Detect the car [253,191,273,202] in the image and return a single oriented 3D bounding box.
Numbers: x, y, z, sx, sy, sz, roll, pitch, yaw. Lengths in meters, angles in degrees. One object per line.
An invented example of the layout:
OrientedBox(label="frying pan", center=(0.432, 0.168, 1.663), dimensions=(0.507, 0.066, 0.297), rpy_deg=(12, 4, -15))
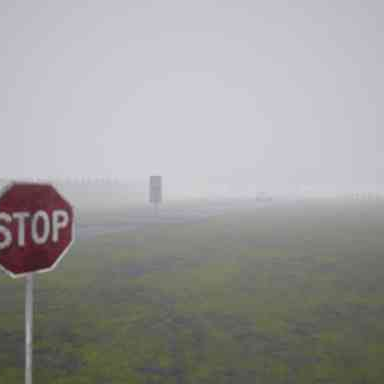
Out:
OrientedBox(label="car", center=(11.317, 0.722, 53.176), dimensions=(2.097, 1.767, 4.553), rpy_deg=(0, 1, 30))
